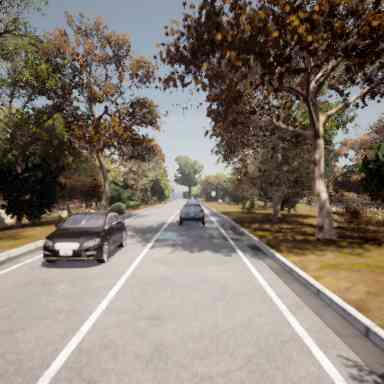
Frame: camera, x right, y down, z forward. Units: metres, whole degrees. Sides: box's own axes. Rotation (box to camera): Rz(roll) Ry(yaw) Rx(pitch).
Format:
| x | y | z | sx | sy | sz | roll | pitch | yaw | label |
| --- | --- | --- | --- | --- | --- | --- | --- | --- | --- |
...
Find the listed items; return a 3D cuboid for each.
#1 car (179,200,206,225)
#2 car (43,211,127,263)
| x | y | z | sx | sy | sz | roll | pitch | yaw | label |
| --- | --- | --- | --- | --- | --- | --- | --- | --- | --- |
| 0.017 | 1.535 | 24.031 | 2.033 | 1.411 | 5.357 | 0 | 0 | 0 | car |
| -3.591 | 1.460 | 11.928 | 2.128 | 1.511 | 4.902 | 0 | 0 | 0 | car |
